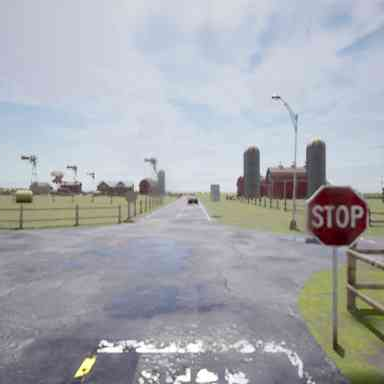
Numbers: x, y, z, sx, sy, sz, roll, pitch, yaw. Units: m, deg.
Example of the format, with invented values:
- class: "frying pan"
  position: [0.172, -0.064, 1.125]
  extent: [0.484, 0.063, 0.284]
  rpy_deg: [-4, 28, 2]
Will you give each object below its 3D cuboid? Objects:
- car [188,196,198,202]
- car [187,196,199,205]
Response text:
- class: "car"
  position: [0.206, 1.470, 71.377]
  extent: [1.994, 1.385, 4.181]
  rpy_deg: [0, 0, 0]
- class: "car"
  position: [0.175, 1.549, 60.954]
  extent: [1.882, 1.535, 5.008]
  rpy_deg: [0, 0, 0]
